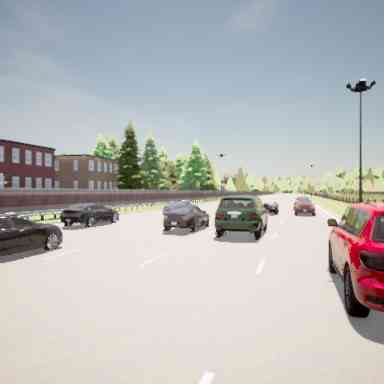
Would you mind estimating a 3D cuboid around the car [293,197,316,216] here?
[{"bbox_3d":[10.905,1.516,32.178,1.812,1.442,4.674,0,0,18],"label":"car"}]

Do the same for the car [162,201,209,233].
[{"bbox_3d":[-0.258,1.517,19.840,1.812,1.442,4.674,0,0,17],"label":"car"}]

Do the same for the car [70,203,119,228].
[{"bbox_3d":[-6.768,1.491,22.478,1.837,1.490,4.892,0,-1,17],"label":"car"}]

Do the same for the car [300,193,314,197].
[{"bbox_3d":[13.954,1.339,42.008,2.097,1.767,4.553,0,0,18],"label":"car"}]

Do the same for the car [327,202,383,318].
[{"bbox_3d":[4.302,1.222,7.202,2.150,2.045,5.566,0,0,17],"label":"car"}]

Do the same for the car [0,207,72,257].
[{"bbox_3d":[-6.559,1.499,11.420,1.837,1.490,4.892,0,0,17],"label":"car"}]

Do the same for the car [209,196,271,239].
[{"bbox_3d":[2.738,1.215,17.693,2.150,2.045,5.566,0,0,17],"label":"car"}]

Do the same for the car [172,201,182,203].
[{"bbox_3d":[-0.952,1.535,29.342,2.033,1.411,5.357,0,0,17],"label":"car"}]

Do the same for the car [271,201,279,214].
[{"bbox_3d":[7.993,1.589,34.490,1.895,1.301,4.718,0,0,17],"label":"car"}]
